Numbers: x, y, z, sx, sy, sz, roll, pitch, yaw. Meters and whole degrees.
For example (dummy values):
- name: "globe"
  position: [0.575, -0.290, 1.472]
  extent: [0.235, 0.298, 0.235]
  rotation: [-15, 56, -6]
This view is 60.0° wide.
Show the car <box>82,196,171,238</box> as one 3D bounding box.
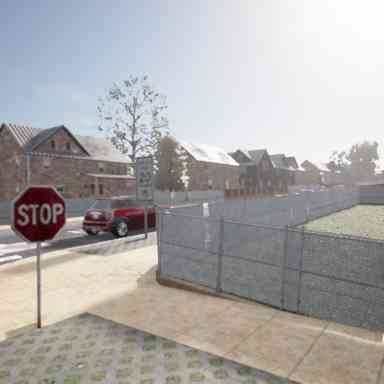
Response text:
- name: "car"
  position: [-2.727, 0.950, 15.476]
  extent: [2.097, 1.767, 4.553]
  rotation: [-1, 1, 36]

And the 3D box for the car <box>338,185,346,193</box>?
- name: "car"
  position: [21.629, -0.311, 48.599]
  extent: [2.033, 1.411, 5.357]
  rotation: [-1, 1, 36]

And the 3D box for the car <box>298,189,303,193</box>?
- name: "car"
  position: [15.961, -0.039, 45.529]
  extent: [1.994, 1.385, 4.181]
  rotation: [-1, 1, 36]

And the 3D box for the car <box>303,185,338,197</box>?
- name: "car"
  position: [15.667, 0.036, 40.399]
  extent: [2.033, 1.411, 5.357]
  rotation: [-1, 1, 37]
